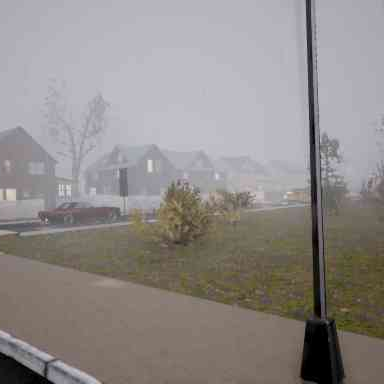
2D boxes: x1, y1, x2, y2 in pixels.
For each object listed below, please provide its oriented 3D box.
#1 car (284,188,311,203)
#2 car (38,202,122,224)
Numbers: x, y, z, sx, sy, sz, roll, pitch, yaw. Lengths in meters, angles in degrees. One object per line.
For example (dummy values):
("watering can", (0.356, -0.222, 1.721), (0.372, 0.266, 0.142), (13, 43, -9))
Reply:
("car", (13.948, 0.594, 42.264), (1.882, 1.535, 5.008), (-2, -1, 44))
("car", (-6.719, 1.253, 20.432), (1.895, 1.301, 4.718), (-2, -1, 43))
